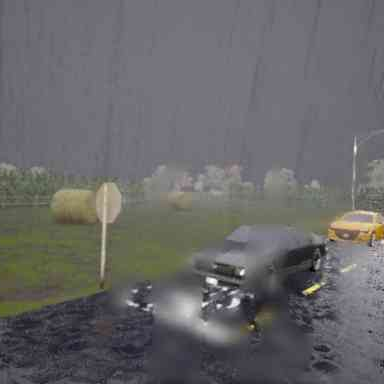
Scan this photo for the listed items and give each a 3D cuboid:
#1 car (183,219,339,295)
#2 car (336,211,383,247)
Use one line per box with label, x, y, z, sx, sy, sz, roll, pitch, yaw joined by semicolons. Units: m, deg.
car;2.127;1.586;9.233;2.033;1.411;5.357;2;0;40
car;8.517;1.720;16.707;1.882;1.535;5.008;2;0;41
